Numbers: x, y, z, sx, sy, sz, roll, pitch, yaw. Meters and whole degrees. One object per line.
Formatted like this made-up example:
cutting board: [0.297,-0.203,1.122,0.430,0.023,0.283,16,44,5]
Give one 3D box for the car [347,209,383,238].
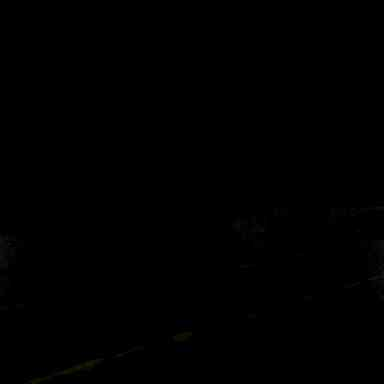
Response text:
car: [9.998,1.567,17.645,4.313,1.339,1.947,0,0,-36]
